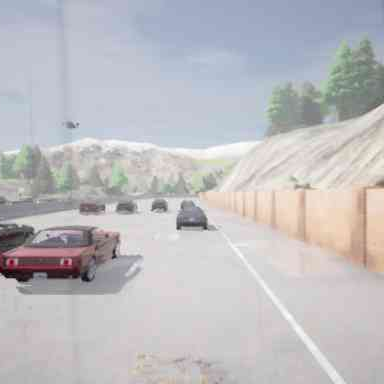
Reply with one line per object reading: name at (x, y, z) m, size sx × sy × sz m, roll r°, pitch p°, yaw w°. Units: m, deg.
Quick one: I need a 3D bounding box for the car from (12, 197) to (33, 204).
car at (-28.981, 1.639, 57.438) m, size 2.033 × 1.411 × 5.357 m, roll 0°, pitch 0°, yaw -1°

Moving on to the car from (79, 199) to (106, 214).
car at (-10.849, 1.537, 36.536) m, size 1.882 × 1.535 × 5.008 m, roll 0°, pitch 0°, yaw -2°

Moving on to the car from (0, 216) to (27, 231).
car at (-6.917, 1.502, 10.927) m, size 2.128 × 1.511 × 4.902 m, roll 0°, pitch 0°, yaw 0°

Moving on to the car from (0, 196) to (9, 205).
car at (-32.433, 1.455, 55.026) m, size 2.097 × 1.767 × 4.553 m, roll 0°, pitch 0°, yaw -1°

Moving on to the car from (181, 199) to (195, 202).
car at (-0.583, 1.665, 45.052) m, size 1.994 × 1.385 × 4.181 m, roll 0°, pitch 0°, yaw -1°

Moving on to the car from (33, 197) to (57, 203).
car at (-25.516, 1.570, 58.884) m, size 2.128 × 1.511 × 4.902 m, roll 0°, pitch 0°, yaw -1°

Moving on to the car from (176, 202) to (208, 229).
car at (-0.039, 1.614, 21.983) m, size 1.994 × 1.385 × 4.181 m, roll 0°, pitch 0°, yaw -1°

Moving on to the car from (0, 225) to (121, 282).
car at (-3.419, 1.616, 9.721) m, size 1.895 × 1.301 × 4.718 m, roll 0°, pitch 0°, yaw 0°

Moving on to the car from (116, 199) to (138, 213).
car at (-7.390, 1.575, 37.958) m, size 1.837 × 1.490 × 4.892 m, roll 0°, pitch 0°, yaw -1°

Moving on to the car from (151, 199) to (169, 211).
car at (-3.980, 1.591, 41.525) m, size 1.837 × 1.490 × 4.892 m, roll 0°, pitch 0°, yaw -1°
